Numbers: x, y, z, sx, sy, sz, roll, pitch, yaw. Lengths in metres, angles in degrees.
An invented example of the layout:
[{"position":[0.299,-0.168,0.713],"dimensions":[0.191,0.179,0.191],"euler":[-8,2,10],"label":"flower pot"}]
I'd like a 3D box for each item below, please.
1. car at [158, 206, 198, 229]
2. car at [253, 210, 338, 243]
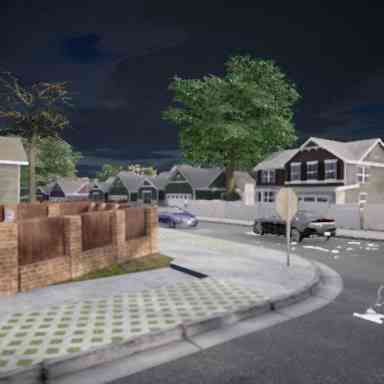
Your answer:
[{"position":[-1.441,1.709,23.183],"dimensions":[1.812,1.442,4.674],"euler":[1,-1,-33],"label":"car"},{"position":[4.960,1.635,16.711],"dimensions":[2.128,1.511,4.902],"euler":[0,-1,-23],"label":"car"}]
